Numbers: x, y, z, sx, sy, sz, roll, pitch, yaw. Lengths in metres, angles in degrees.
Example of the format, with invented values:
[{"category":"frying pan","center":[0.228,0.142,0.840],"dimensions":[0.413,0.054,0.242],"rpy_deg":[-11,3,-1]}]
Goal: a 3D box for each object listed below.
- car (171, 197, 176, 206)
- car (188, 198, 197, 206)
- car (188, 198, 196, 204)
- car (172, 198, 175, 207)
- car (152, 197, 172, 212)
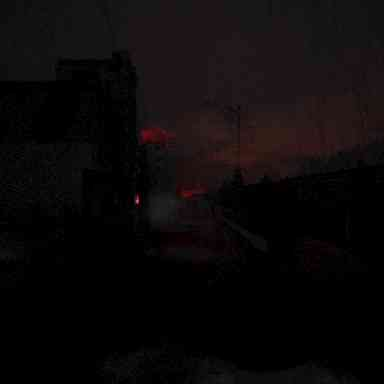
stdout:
[{"category":"car","center":[-4.086,1.823,62.967],"dimensions":[2.097,1.767,4.553],"rpy_deg":[0,0,0]},{"category":"car","center":[0.063,1.993,68.998],"dimensions":[1.882,1.535,5.008],"rpy_deg":[0,0,0]},{"category":"car","center":[-0.041,2.115,78.990],"dimensions":[1.812,1.442,4.674],"rpy_deg":[0,0,0]},{"category":"car","center":[-4.117,1.997,52.918],"dimensions":[1.895,1.301,4.718],"rpy_deg":[0,0,0]},{"category":"car","center":[-4.118,1.818,43.635],"dimensions":[2.128,1.511,4.902],"rpy_deg":[0,0,0]}]
